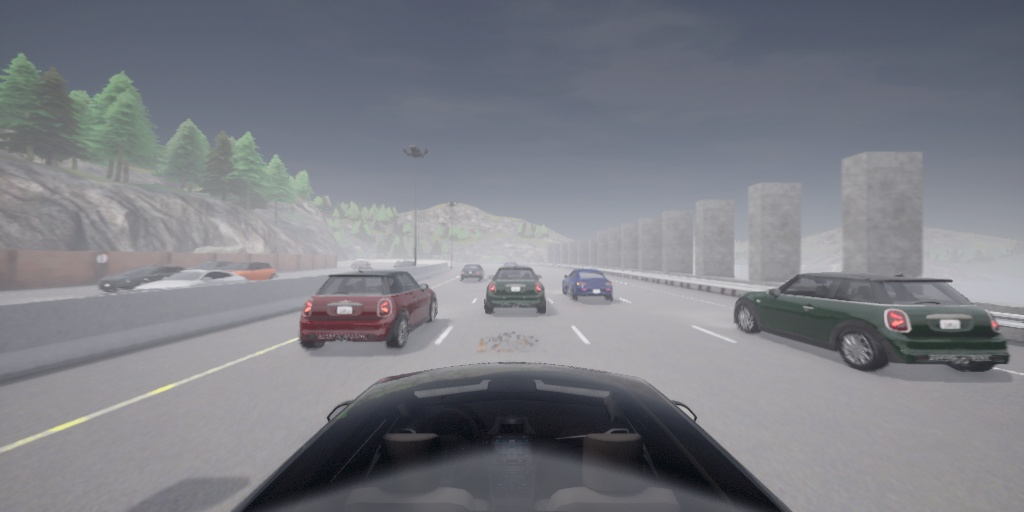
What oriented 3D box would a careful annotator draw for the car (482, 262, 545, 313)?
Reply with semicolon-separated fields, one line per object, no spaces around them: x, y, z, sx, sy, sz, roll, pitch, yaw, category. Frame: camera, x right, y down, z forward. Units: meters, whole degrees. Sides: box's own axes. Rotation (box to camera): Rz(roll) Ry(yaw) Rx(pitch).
0.125;1.156;14.330;2.097;1.767;4.553;0;0;0;car

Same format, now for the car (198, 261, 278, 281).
-17.604;1.166;23.443;2.097;1.767;4.553;0;0;-1;car

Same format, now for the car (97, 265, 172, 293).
-21.084;1.306;21.093;1.837;1.490;4.892;0;-1;0;car

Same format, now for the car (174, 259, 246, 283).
-24.687;1.181;29.581;2.097;1.767;4.553;0;0;-1;car

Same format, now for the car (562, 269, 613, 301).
3.620;1.350;17.670;1.812;1.442;4.674;0;0;0;car

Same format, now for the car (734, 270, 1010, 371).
7.111;1.140;7.942;2.097;1.767;4.553;0;0;0;car

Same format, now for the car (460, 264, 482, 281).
-3.510;1.423;32.113;2.033;1.411;5.357;0;0;-2;car

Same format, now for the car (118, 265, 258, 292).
-14.079;1.314;16.081;1.812;1.442;4.674;0;0;0;car

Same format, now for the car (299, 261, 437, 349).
-3.385;1.129;9.389;2.097;1.767;4.553;0;0;0;car

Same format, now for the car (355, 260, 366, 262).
-21.856;1.461;52.609;1.812;1.442;4.674;0;1;-7;car
